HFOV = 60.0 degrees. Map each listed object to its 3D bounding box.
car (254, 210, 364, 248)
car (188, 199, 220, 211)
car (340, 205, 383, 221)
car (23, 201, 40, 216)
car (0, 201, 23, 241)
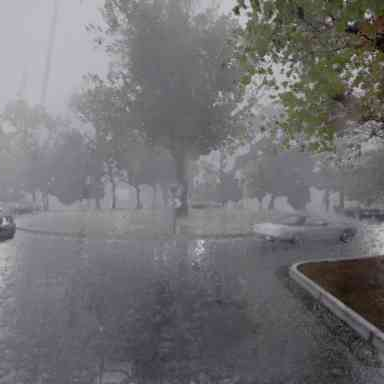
[{"bbox_3d":[5.270,1.686,15.185,4.718,1.301,1.895,0,0,-26],"label":"car"},{"bbox_3d":[1.279,1.746,45.158,4.902,1.511,2.128,0,0,10],"label":"car"},{"bbox_3d":[14.751,1.764,29.125,1.895,1.301,4.718,0,0,2],"label":"car"},{"bbox_3d":[-17.137,1.676,32.695,2.128,1.511,4.902,0,0,14],"label":"car"},{"bbox_3d":[-10.858,1.315,16.227,5.566,2.045,2.150,0,0,36],"label":"car"}]
